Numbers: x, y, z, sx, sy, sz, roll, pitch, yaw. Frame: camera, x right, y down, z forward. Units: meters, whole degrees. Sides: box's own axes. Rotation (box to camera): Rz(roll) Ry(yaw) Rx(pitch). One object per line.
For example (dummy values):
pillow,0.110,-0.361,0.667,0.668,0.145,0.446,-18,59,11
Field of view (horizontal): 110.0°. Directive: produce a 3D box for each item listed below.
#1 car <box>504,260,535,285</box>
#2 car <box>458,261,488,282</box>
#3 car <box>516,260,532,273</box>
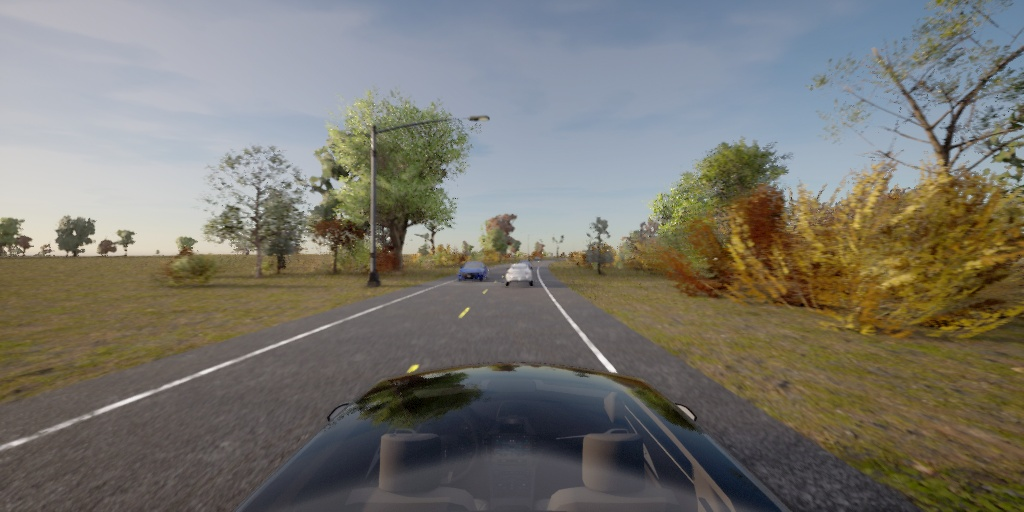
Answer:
car,0.547,1.266,25.625,1.812,1.442,4.674,0,0,2
car,-3.031,1.209,28.663,1.882,1.535,5.008,0,0,3
car,1.530,1.251,44.269,1.812,1.442,4.674,0,0,4
